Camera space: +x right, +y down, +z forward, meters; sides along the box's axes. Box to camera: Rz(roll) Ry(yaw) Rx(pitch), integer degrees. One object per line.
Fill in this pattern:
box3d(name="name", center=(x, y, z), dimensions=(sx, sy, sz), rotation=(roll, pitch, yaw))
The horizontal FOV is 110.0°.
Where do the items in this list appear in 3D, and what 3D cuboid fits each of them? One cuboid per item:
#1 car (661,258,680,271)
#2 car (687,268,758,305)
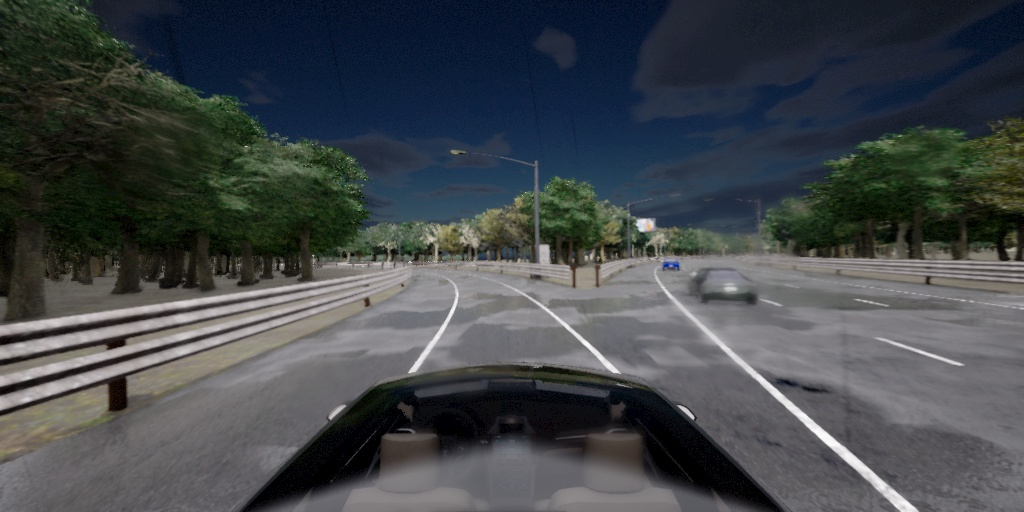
box3d(name="car", center=(19.469, 0.973, 44.066), dimensions=(1.882, 1.535, 5.008), rotation=(-1, 0, 22))
box3d(name="car", center=(8.759, 1.187, 15.242), dimensions=(1.994, 1.385, 4.181), rotation=(-1, 0, 18))
